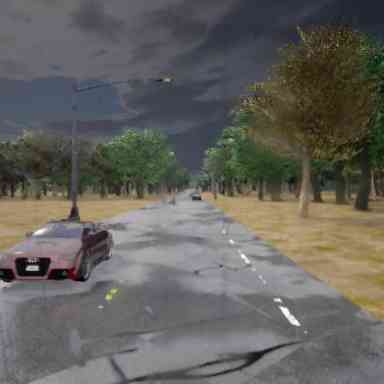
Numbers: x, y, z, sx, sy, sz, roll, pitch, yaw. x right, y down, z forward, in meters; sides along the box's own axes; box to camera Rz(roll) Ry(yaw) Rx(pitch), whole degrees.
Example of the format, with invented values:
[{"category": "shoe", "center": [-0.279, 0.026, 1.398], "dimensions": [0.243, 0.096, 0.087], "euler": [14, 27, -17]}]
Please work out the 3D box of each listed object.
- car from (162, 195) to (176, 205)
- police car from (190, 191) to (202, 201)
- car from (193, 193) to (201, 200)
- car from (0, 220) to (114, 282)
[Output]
[{"category": "car", "center": [-3.567, 1.258, 51.474], "dimensions": [2.128, 1.511, 4.902], "euler": [0, 0, 0]}, {"category": "police car", "center": [1.052, 1.094, 69.029], "dimensions": [1.930, 1.638, 5.238], "euler": [0, 0, 0]}, {"category": "car", "center": [1.053, 1.113, 78.923], "dimensions": [1.837, 1.490, 4.892], "euler": [0, 0, 0]}, {"category": "car", "center": [-3.599, 1.527, 9.501], "dimensions": [1.994, 1.385, 4.181], "euler": [0, 0, 0]}]
